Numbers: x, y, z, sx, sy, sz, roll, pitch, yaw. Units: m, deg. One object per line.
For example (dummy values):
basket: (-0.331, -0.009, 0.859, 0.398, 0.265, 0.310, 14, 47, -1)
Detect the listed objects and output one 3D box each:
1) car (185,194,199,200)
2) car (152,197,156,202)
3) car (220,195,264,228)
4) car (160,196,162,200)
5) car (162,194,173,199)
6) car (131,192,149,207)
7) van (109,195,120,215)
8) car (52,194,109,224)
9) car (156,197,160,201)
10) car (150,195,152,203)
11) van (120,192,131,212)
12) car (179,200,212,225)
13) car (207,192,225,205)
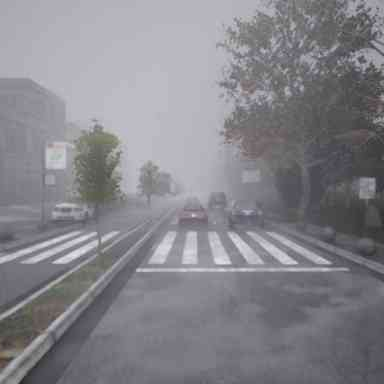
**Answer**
car: (0.089, 1.353, 41.345, 2.033, 1.411, 5.357, 0, 0, 0)
car: (-7.980, 1.214, 57.550, 2.002, 1.452, 4.674, 0, 0, 0)
car: (3.244, 1.263, 21.610, 2.097, 1.767, 4.553, 0, 0, 0)
car: (-7.920, 1.121, 68.642, 2.002, 1.452, 4.674, 0, 1, 0)
car: (-7.591, 0.850, 94.780, 2.163, 1.488, 4.792, 0, 1, 3)
car: (-8.039, 1.004, 46.424, 2.435, 2.045, 5.566, 0, 0, 0)
van: (-8.128, 1.131, 29.697, 1.878, 1.987, 4.442, 0, 0, 0)
car: (-8.156, 1.132, 24.239, 2.435, 2.045, 5.566, 0, 0, 0)
car: (-7.949, 1.159, 63.066, 2.163, 1.488, 4.792, 0, 0, 0)
car: (-8.009, 1.247, 51.971, 2.163, 1.488, 4.792, 0, 0, 0)
van: (-8.098, 1.101, 35.244, 1.878, 1.987, 4.442, 0, 0, 0)
car: (0.093, 1.467, 23.223, 1.994, 1.385, 4.181, 0, 0, 0)
car: (3.238, 1.016, 43.033, 2.150, 2.045, 5.566, 0, 0, 0)
